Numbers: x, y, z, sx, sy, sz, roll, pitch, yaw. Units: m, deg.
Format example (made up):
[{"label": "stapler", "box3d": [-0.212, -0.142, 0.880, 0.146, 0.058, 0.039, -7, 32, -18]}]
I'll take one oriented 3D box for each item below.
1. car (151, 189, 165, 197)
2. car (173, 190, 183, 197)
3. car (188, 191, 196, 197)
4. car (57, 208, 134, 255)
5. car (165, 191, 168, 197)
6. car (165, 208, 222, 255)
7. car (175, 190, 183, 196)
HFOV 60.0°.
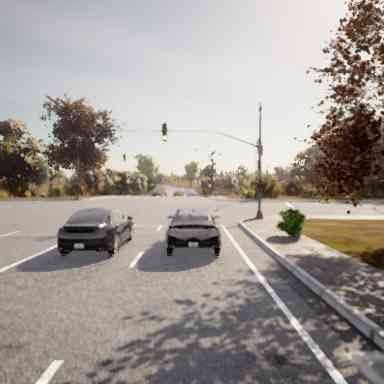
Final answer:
[{"label": "car", "box3d": [-7.047, 0.211, 66.426, 1.837, 1.490, 4.892, 0, 0, 0]}, {"label": "car", "box3d": [-3.549, 0.404, 81.311, 1.882, 1.535, 5.008, 0, -1, 0]}, {"label": "car", "box3d": [-0.050, 0.457, 81.729, 1.812, 1.442, 4.674, 0, -1, 0]}, {"label": "car", "box3d": [-3.445, 1.355, 12.603, 1.837, 1.490, 4.892, 0, 1, 0]}, {"label": "car", "box3d": [-7.050, 0.376, 81.919, 2.128, 1.511, 4.902, 0, -1, 0]}, {"label": "car", "box3d": [0.055, 1.341, 12.605, 2.128, 1.511, 4.902, 0, 1, 0]}, {"label": "car", "box3d": [-3.556, 0.282, 91.724, 2.097, 1.767, 4.553, 0, -1, 0]}]
